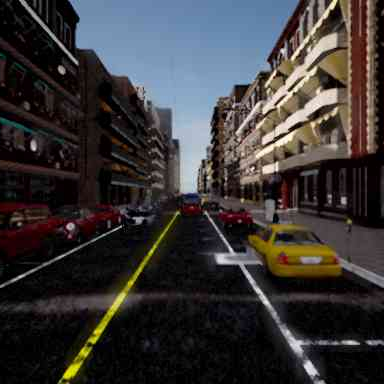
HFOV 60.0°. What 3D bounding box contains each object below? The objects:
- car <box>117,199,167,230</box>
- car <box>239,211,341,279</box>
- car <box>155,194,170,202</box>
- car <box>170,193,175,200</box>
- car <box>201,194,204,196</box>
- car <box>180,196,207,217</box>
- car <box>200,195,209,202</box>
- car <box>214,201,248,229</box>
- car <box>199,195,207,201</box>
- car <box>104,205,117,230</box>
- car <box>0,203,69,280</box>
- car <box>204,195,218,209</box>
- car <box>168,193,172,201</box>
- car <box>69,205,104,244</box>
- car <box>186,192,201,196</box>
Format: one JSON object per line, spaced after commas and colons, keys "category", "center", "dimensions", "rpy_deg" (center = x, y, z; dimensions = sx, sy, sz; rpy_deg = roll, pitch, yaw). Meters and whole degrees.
{"category": "car", "center": [-3.005, 1.400, 21.132], "dimensions": [2.128, 1.511, 4.902], "rpy_deg": [0, 0, 0]}
{"category": "car", "center": [2.689, 1.507, 9.842], "dimensions": [1.752, 1.417, 4.829], "rpy_deg": [0, 0, 0]}
{"category": "car", "center": [-5.700, 1.433, 60.400], "dimensions": [2.008, 1.369, 4.403], "rpy_deg": [0, 0, 0]}
{"category": "car", "center": [-5.703, 1.392, 77.309], "dimensions": [1.887, 1.381, 4.507], "rpy_deg": [0, 0, 0]}
{"category": "car", "center": [2.680, 1.396, 66.204], "dimensions": [1.752, 1.417, 4.829], "rpy_deg": [0, 0, 0]}
{"category": "car", "center": [-0.006, 1.367, 30.099], "dimensions": [2.163, 1.488, 4.792], "rpy_deg": [0, 0, 0]}
{"category": "car", "center": [2.678, 1.425, 71.670], "dimensions": [1.947, 1.339, 4.313], "rpy_deg": [0, 0, 0]}
{"category": "car", "center": [2.687, 1.505, 20.944], "dimensions": [1.887, 1.381, 4.507], "rpy_deg": [0, 0, 0]}
{"category": "car", "center": [2.676, 1.418, 82.943], "dimensions": [1.802, 1.307, 4.206], "rpy_deg": [0, 0, 0]}
{"category": "car", "center": [-5.693, 1.505, 20.947], "dimensions": [1.887, 1.381, 4.507], "rpy_deg": [0, 0, 0]}
{"category": "car", "center": [-5.690, 1.297, 9.674], "dimensions": [2.192, 1.841, 5.009], "rpy_deg": [0, 0, 0]}
{"category": "car", "center": [2.684, 1.467, 43.489], "dimensions": [2.008, 1.369, 4.403], "rpy_deg": [0, 0, 0]}
{"category": "car", "center": [-5.702, 1.421, 66.037], "dimensions": [2.008, 1.369, 4.403], "rpy_deg": [0, 0, 0]}
{"category": "car", "center": [-5.692, 1.411, 15.310], "dimensions": [1.967, 1.590, 4.097], "rpy_deg": [0, 0, 0]}
{"category": "car", "center": [-0.012, 1.018, 61.027], "dimensions": [2.150, 2.045, 5.566], "rpy_deg": [0, 0, 0]}
